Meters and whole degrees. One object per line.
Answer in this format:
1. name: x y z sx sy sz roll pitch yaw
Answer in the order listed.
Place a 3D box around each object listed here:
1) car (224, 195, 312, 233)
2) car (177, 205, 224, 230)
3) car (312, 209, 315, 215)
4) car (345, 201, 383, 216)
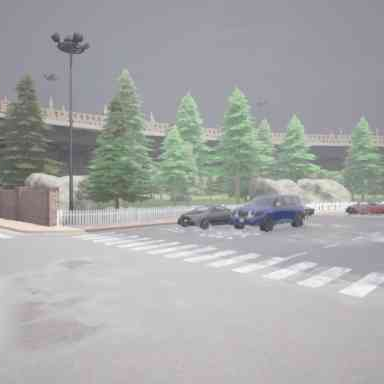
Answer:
1. car: 4.708 1.195 20.079 5.566 2.045 2.150 0 0 -43
2. car: 1.080 1.546 21.242 4.181 1.385 1.994 0 0 -43
3. car: 7.756 1.580 27.007 4.718 1.301 1.895 0 0 -35
4. car: 16.849 1.536 31.832 4.181 1.385 1.994 0 0 -18
